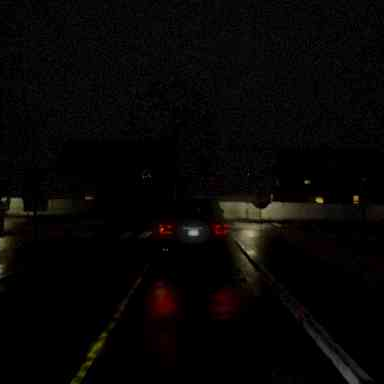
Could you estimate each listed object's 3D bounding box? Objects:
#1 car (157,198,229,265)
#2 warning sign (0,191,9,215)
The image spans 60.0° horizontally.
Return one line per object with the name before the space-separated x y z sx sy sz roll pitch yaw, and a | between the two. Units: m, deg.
car | -0.004 1.220 11.806 2.150 2.045 5.566 0 0 -1
warning sign | -15.806 0.869 27.140 1.060 1.860 1.300 0 1 0
